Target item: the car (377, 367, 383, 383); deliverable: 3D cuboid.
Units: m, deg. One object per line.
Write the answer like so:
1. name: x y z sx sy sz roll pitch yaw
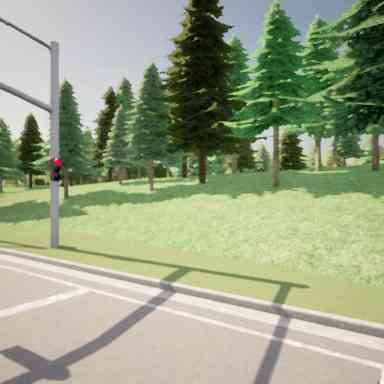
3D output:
1. car: 3.414 1.353 1.560 4.553 1.767 2.097 0 0 35
